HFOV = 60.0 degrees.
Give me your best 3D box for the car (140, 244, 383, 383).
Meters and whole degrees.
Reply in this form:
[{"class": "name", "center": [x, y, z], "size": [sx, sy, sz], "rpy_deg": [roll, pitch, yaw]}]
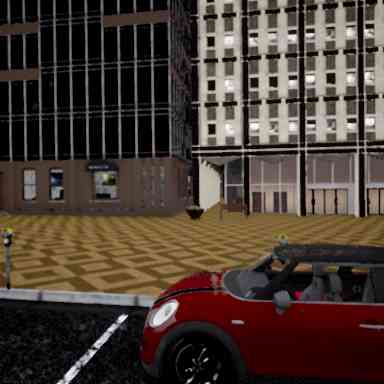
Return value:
[{"class": "car", "center": [1.417, 1.412, 4.282], "size": [4.097, 1.590, 1.967], "rpy_deg": [0, 0, 8]}]
